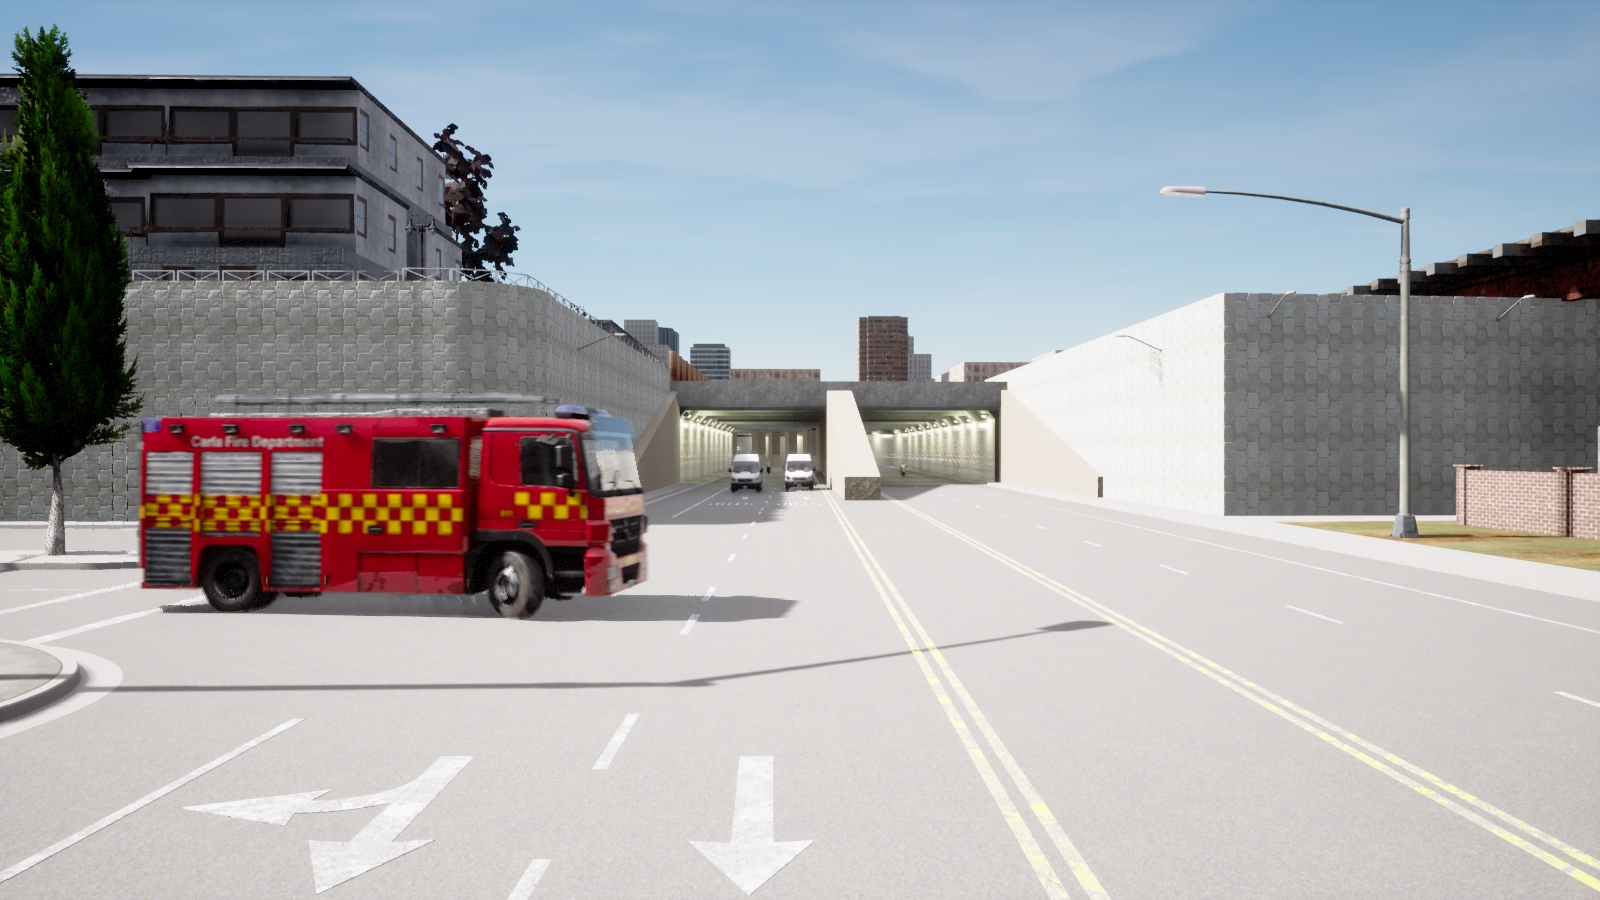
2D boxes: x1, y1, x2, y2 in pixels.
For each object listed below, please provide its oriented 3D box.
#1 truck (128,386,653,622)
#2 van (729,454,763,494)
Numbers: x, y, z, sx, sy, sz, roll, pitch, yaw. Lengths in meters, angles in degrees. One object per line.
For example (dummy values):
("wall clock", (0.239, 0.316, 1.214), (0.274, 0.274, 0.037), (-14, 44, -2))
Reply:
("truck", (-7.154, 0.890, 20.522), (8.468, 3.827, 2.891), (0, -1, 8))
("van", (-3.559, 1.534, 76.521), (1.988, 2.561, 5.915), (0, 0, 0))
